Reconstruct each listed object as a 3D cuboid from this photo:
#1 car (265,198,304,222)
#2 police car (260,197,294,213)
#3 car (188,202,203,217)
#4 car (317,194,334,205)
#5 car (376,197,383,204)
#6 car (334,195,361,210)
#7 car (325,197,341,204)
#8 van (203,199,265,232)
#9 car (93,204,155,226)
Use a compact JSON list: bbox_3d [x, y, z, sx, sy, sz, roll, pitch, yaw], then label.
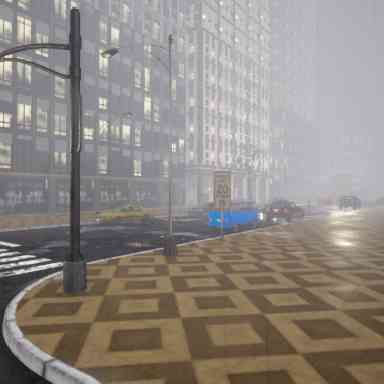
[{"bbox_3d":[7.594,1.472,26.864,1.967,1.590,4.097,0,0,38],"label":"car"},{"bbox_3d":[9.953,1.459,38.662,1.930,1.638,5.238,0,0,38],"label":"police car"},{"bbox_3d":[1.344,1.604,31.665,1.802,1.307,4.206,0,0,38],"label":"car"},{"bbox_3d":[25.066,1.380,62.554,2.192,1.841,5.009,0,0,38],"label":"car"},{"bbox_3d":[38.092,1.658,66.577,1.947,1.339,4.313,0,0,38],"label":"car"},{"bbox_3d":[21.149,1.368,44.515,2.192,1.841,5.009,0,0,38],"label":"car"},{"bbox_3d":[28.455,1.624,66.966,2.008,1.369,4.403,0,0,38],"label":"car"},{"bbox_3d":[2.638,1.368,20.230,1.690,1.788,3.998,0,0,38],"label":"van"},{"bbox_3d":[-4.755,1.540,23.935,1.752,1.417,4.829,0,0,38],"label":"car"}]
